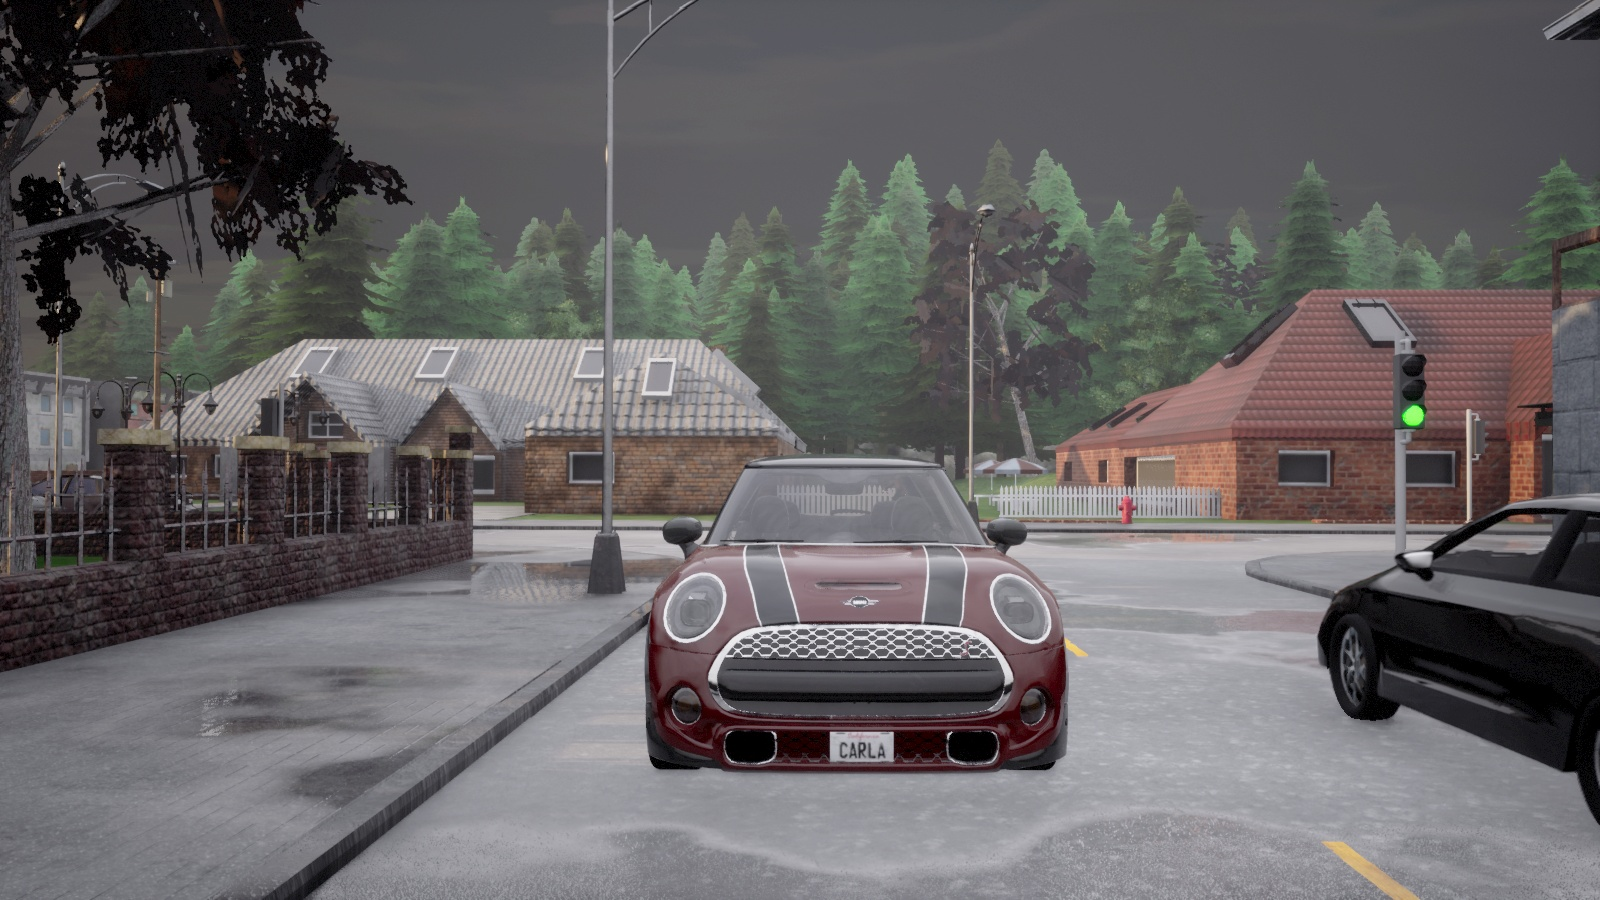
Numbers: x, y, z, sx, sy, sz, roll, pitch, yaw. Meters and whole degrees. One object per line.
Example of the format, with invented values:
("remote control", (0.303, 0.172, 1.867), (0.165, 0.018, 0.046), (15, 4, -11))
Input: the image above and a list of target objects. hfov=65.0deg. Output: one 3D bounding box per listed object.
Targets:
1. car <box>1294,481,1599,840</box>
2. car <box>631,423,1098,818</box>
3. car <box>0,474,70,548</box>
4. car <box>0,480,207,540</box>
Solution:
("car", (4.305, 0.922, 6.636), (1.816, 1.474, 4.193), (0, -1, 1))
("car", (0.271, 0.805, 7.943), (2.097, 1.767, 4.553), (0, -1, 0))
("car", (-18.574, 1.289, 27.041), (4.514, 1.525, 2.007), (0, -1, 0))
("car", (-17.772, 1.453, 31.003), (5.357, 1.411, 2.033), (0, -1, 4))
